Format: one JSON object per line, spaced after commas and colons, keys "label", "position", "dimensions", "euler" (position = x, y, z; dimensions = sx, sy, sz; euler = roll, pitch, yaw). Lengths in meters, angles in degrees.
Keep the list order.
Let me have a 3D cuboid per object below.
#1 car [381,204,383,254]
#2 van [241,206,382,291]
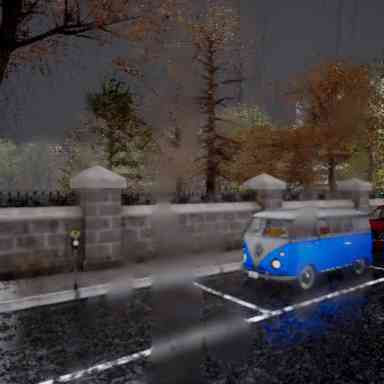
{"label": "car", "position": [7.611, 1.349, 12.002], "dimensions": [5.009, 1.841, 2.192], "euler": [0, 0, -36]}
{"label": "van", "position": [3.106, 1.361, 8.785], "dimensions": [3.998, 1.788, 1.690], "euler": [0, 0, -36]}
